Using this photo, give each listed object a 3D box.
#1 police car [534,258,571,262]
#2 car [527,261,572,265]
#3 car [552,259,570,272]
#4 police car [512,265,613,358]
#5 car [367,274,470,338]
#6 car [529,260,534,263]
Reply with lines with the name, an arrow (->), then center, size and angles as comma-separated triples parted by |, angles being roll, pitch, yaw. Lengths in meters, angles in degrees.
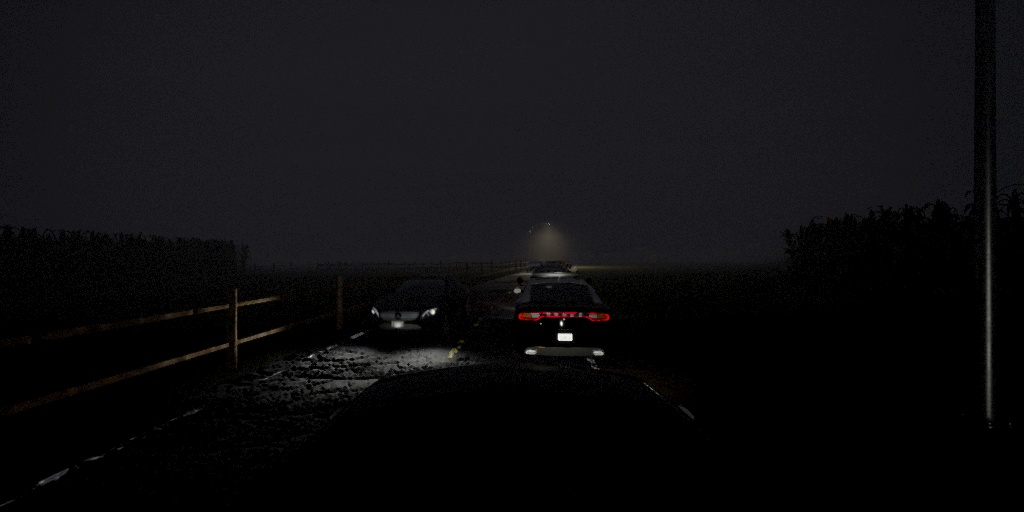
police car -> 2.845, 1.159, 24.311 | 1.930, 1.638, 5.238 | 0, 0, 10
car -> 1.959, 1.218, 18.357 | 1.882, 1.535, 5.008 | 0, 0, 7
car -> 6.204, 1.188, 45.302 | 1.882, 1.535, 5.008 | 0, 0, 12
police car -> 1.053, 1.173, 8.661 | 1.930, 1.638, 5.238 | 0, 0, 3
car -> -2.405, 1.273, 10.396 | 1.812, 1.442, 4.674 | 0, 0, 4
car -> 2.831, 1.241, 42.591 | 1.812, 1.442, 4.674 | 0, 0, 11
